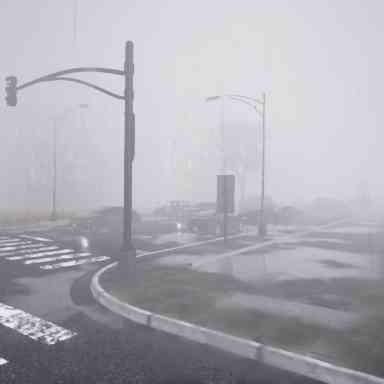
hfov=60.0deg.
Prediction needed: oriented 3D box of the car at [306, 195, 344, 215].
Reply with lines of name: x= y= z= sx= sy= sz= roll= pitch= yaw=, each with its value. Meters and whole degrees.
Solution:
car: x=15.180 y=1.569 z=37.780 sx=2.192 sy=1.841 sz=5.009 roll=1 pitch=0 yaw=36

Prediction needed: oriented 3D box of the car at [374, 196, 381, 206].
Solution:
car: x=34.943 y=1.940 z=64.796 sx=1.752 sy=1.417 sz=4.829 roll=1 pitch=0 yaw=36

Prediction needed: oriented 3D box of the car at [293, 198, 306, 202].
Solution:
car: x=18.123 y=1.726 z=56.071 sx=1.752 sy=1.417 sz=4.829 roll=1 pitch=0 yaw=36

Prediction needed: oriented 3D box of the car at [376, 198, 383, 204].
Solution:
car: x=44.709 y=2.047 z=78.075 sx=2.008 sy=1.369 sz=4.403 roll=1 pitch=0 yaw=36

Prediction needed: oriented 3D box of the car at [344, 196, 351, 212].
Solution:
car: x=18.441 y=1.720 z=42.272 sx=1.967 sy=1.590 sz=4.097 roll=1 pitch=0 yaw=36

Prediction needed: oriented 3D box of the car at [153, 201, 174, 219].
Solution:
car: x=-1.612 y=1.481 z=29.454 sx=1.967 sy=1.590 sz=4.097 roll=1 pitch=0 yaw=36

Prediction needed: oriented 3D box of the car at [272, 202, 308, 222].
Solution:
car: x=7.964 y=1.779 z=27.898 sx=1.802 sy=1.307 sz=4.206 roll=1 pitch=0 yaw=36

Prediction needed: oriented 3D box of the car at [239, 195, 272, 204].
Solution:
car: x=7.164 y=1.357 z=36.772 sx=2.150 sy=2.045 sz=5.566 roll=1 pitch=0 yaw=36

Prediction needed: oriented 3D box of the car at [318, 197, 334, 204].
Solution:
car: x=28.091 y=1.849 z=69.622 sx=1.947 sy=1.339 sz=4.313 roll=1 pitch=0 yaw=36

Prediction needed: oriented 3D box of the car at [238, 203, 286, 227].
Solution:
car: x=4.718 y=1.737 z=23.483 sx=1.947 sy=1.339 sz=4.313 roll=1 pitch=0 yaw=36

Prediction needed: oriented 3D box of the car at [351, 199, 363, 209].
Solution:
car: x=24.976 y=1.773 z=51.244 sx=1.967 sy=1.590 sz=4.097 roll=1 pitch=0 yaw=36

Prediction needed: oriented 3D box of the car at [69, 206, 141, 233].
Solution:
car: x=-5.086 y=1.564 z=20.139 sx=1.812 sy=1.442 sz=4.674 roll=1 pitch=0 yaw=36

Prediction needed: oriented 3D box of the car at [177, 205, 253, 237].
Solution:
car: x=1.470 y=1.696 z=19.067 sx=2.008 sy=1.369 sz=4.403 roll=1 pitch=0 yaw=36

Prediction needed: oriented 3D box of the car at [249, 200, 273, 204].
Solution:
car: x=7.597 y=1.732 z=31.993 sx=1.994 sy=1.385 sz=4.181 roll=1 pitch=0 yaw=36

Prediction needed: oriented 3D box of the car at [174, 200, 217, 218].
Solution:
car: x=0.919 y=1.591 z=28.301 sx=1.837 sy=1.490 sz=4.892 roll=1 pitch=0 yaw=36

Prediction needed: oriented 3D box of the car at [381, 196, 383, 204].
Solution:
car: x=41.423 y=1.784 z=73.602 sx=2.192 sy=1.841 sz=5.009 roll=1 pitch=0 yaw=36
